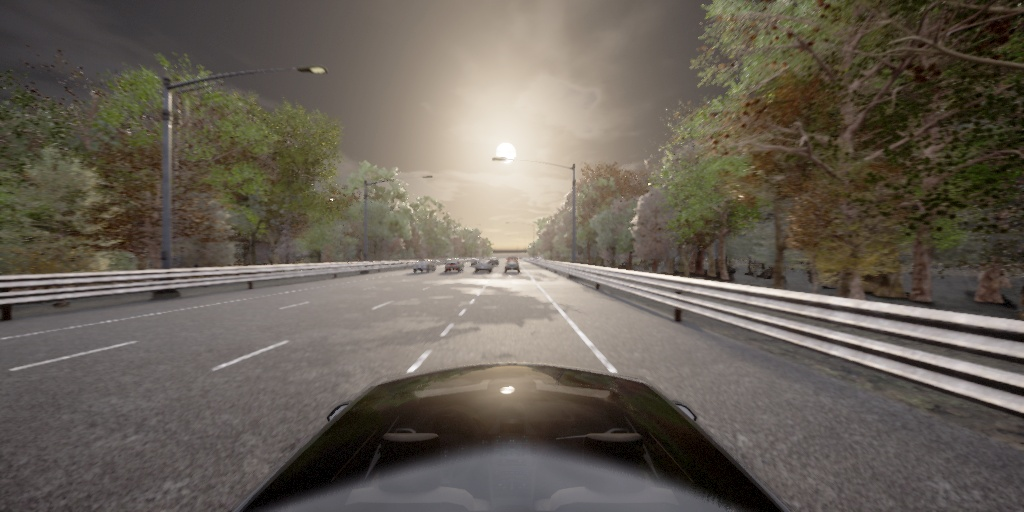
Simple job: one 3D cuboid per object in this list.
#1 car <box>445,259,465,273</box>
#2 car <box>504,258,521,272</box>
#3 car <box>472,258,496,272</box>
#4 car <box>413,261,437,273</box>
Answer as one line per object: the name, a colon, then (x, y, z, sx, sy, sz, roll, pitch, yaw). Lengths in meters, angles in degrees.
car: (-6.963, 1.234, 43.897, 1.837, 1.490, 4.892, 0, 0, 0)
car: (0.037, 1.254, 44.302, 1.812, 1.442, 4.674, 0, 0, 0)
car: (-3.458, 1.293, 44.420, 1.994, 1.385, 4.181, 0, 0, 0)
car: (-10.469, 1.275, 43.299, 2.033, 1.411, 5.357, 0, 0, 0)
